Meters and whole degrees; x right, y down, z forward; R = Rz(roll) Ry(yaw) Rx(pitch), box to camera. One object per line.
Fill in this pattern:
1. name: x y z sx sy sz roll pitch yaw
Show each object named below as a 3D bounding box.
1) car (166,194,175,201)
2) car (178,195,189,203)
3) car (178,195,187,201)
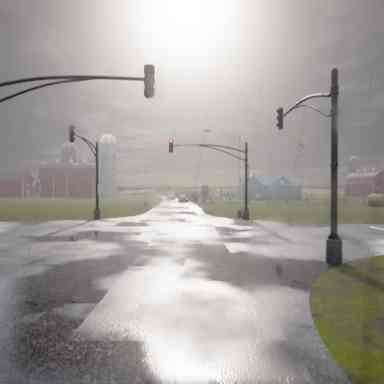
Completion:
1. car: -4.735 1.162 73.929 1.812 1.442 4.674 0 0 -3
2. car: -1.747 1.605 69.931 1.895 1.301 4.718 0 0 -3
3. car: -2.361 1.442 79.915 1.837 1.490 4.892 0 0 -4
